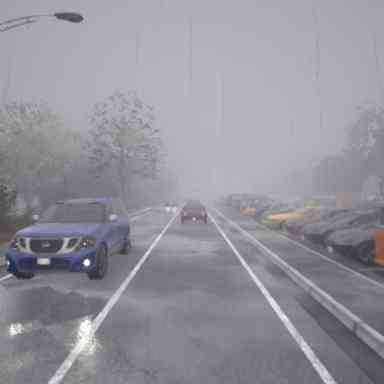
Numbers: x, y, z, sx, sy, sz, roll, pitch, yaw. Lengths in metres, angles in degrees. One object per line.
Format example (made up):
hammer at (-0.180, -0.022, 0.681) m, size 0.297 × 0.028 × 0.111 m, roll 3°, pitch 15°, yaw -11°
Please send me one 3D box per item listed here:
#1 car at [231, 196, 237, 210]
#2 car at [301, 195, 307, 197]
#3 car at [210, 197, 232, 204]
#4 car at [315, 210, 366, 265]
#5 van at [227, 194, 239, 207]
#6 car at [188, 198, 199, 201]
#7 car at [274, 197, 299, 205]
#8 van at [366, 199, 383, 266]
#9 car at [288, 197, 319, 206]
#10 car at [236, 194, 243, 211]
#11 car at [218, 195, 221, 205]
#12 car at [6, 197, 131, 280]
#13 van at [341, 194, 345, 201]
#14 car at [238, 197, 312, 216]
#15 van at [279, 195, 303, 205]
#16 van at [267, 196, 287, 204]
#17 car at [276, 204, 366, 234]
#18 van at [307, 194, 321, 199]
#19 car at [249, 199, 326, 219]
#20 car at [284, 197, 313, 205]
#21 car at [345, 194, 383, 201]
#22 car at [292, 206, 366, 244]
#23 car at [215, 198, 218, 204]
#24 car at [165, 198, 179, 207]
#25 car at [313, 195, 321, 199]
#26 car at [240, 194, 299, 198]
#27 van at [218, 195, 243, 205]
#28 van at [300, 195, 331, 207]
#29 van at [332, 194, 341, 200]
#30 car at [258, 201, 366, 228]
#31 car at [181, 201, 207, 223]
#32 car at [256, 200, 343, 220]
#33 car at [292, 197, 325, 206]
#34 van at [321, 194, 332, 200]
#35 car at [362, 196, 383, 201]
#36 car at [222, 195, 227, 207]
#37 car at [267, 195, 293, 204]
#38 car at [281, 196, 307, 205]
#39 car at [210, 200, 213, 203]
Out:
car at (7.122, 1.482, 36.032) m, size 5.008 × 1.535 × 2.097 m, roll 0°, pitch 0°, yaw 0°
car at (20.100, 1.597, 52.437) m, size 5.366 × 1.575 × 1.946 m, roll 0°, pitch -1°, yaw 0°
car at (7.165, 2.153, 83.186) m, size 5.366 × 1.575 × 1.946 m, roll 0°, pitch -1°, yaw 0°
car at (6.980, 1.504, 11.047) m, size 4.792 × 1.488 × 2.163 m, roll 0°, pitch 0°, yaw 0°
van at (7.037, 1.258, 41.585) m, size 4.442 × 1.987 × 1.878 m, roll 0°, pitch 0°, yaw 0°
car at (0.199, 1.535, 42.231) m, size 2.128 × 1.511 × 4.902 m, roll 0°, pitch 0°, yaw 0°
car at (20.370, 1.919, 71.827) m, size 4.892 × 1.521 × 2.231 m, roll 0°, pitch -1°, yaw 0°
van at (7.113, 1.247, 8.270) m, size 4.442 × 1.987 × 1.878 m, roll 0°, pitch 0°, yaw 0°
car at (20.319, 1.736, 60.747) m, size 5.008 × 1.535 × 2.097 m, roll 0°, pitch -1°, yaw 0°
car at (7.083, 1.356, 33.256) m, size 4.553 × 1.767 × 2.185 m, roll 0°, pitch 0°, yaw 0°
car at (7.189, 1.681, 55.445) m, size 4.792 × 1.488 × 2.163 m, roll 0°, pitch -1°, yaw 0°
car at (-3.340, 1.205, 10.265) m, size 2.150 × 2.045 × 5.566 m, roll 0°, pitch 0°, yaw 0°
van at (20.337, 1.253, 38.733) m, size 4.442 × 1.987 × 1.878 m, roll 0°, pitch 0°, yaw 0°
car at (6.903, 1.476, 27.704) m, size 5.366 × 1.575 × 1.946 m, roll 0°, pitch 0°, yaw 0°
van at (20.480, 1.646, 69.060) m, size 4.442 × 1.987 × 1.878 m, roll 0°, pitch -1°, yaw 0°
van at (20.534, 1.855, 80.257) m, size 4.442 × 1.987 × 1.878 m, roll 0°, pitch -1°, yaw 0°
car at (7.006, 1.505, 16.599) m, size 4.792 × 1.488 × 2.163 m, roll 0°, pitch 0°, yaw 0°
van at (20.155, 1.328, 49.673) m, size 4.442 × 1.987 × 1.878 m, roll 0°, pitch -1°, yaw 0°
car at (7.069, 1.480, 24.927) m, size 4.892 × 1.521 × 2.231 m, roll 0°, pitch 0°, yaw 0°
car at (20.333, 1.783, 63.642) m, size 5.008 × 1.535 × 2.097 m, roll 0°, pitch -1°, yaw 0°
car at (20.179, 1.227, 35.963) m, size 5.566 × 2.045 × 2.435 m, roll 0°, pitch 0°, yaw 0°
car at (6.993, 1.504, 13.823) m, size 4.792 × 1.488 × 2.163 m, roll 0°, pitch 0°, yaw 0°
car at (7.251, 1.743, 60.995) m, size 5.008 × 1.535 × 2.097 m, roll 0°, pitch -1°, yaw 0°
car at (-3.177, 1.644, 53.143) m, size 2.128 × 1.511 × 4.902 m, roll 0°, pitch -1°, yaw 1°
car at (20.264, 1.509, 46.899) m, size 5.008 × 1.535 × 2.097 m, roll 0°, pitch -1°, yaw 0°
car at (7.070, 1.355, 30.480) m, size 4.553 × 1.767 × 2.185 m, roll 0°, pitch 0°, yaw 0°
van at (7.375, 1.562, 63.775) m, size 4.442 × 1.987 × 1.878 m, roll 0°, pitch -1°, yaw 0°
van at (20.415, 1.419, 55.211) m, size 4.442 × 1.987 × 1.878 m, roll 0°, pitch -1°, yaw 0°
van at (20.349, 1.254, 41.378) m, size 4.442 × 1.987 × 1.878 m, roll 0°, pitch 0°, yaw 0°
car at (6.863, 1.474, 19.376) m, size 5.366 × 1.575 × 1.946 m, roll 0°, pitch 0°, yaw 0°
car at (0.147, 1.578, 25.309) m, size 1.895 × 1.301 × 4.718 m, roll 0°, pitch 0°, yaw 0°
car at (7.068, 1.479, 22.151) m, size 4.892 × 1.521 × 2.231 m, roll 0°, pitch 0°, yaw 0°
car at (20.305, 1.692, 57.977) m, size 4.892 × 1.521 × 2.231 m, roll 0°, pitch -1°, yaw 0°
van at (20.130, 1.255, 44.282) m, size 4.442 × 1.987 × 1.878 m, roll 0°, pitch 0°, yaw 0°
car at (20.188, 1.477, 33.068) m, size 5.008 × 1.535 × 2.097 m, roll 0°, pitch 0°, yaw 0°
car at (7.195, 1.233, 44.360) m, size 5.566 × 2.045 × 2.435 m, roll 0°, pitch 0°, yaw 0°
car at (20.431, 1.765, 77.367) m, size 5.566 × 2.045 × 2.435 m, roll 0°, pitch -1°, yaw 0°
car at (20.319, 1.701, 66.290) m, size 4.553 × 1.767 × 2.185 m, roll 0°, pitch -1°, yaw 0°
car at (7.270, 1.674, 72.103) m, size 5.566 × 2.045 × 2.435 m, roll 0°, pitch -1°, yaw 0°
